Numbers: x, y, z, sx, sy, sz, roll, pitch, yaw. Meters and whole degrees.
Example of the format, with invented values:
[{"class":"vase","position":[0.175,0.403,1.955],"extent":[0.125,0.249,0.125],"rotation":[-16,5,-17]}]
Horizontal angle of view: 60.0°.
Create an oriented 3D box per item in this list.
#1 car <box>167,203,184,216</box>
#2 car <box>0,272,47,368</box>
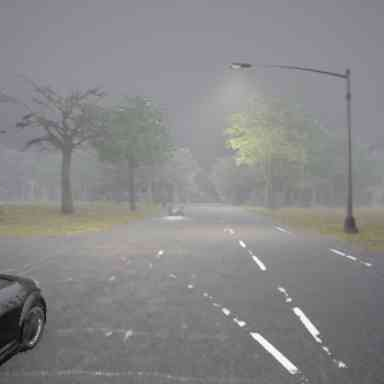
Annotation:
[{"class":"car","position":[-2.019,2.222,42.521],"extent":[2.128,1.511,4.902],"rotation":[0,-1,2]},{"class":"car","position":[-3.311,1.602,3.542],"extent":[1.994,1.385,4.181],"rotation":[0,0,2]}]
